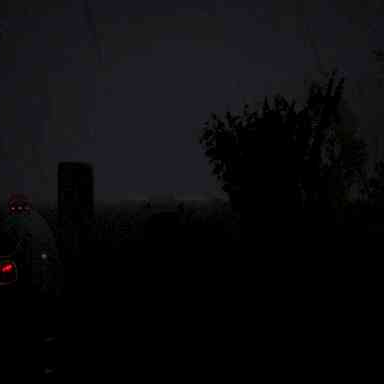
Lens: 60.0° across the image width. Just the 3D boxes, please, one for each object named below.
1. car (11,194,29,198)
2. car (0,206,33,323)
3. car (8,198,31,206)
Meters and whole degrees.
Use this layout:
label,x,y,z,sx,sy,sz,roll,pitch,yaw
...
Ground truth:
label,x,y,z,sx,sy,sz,roll,pitch,yaw
car,-22.406,1.286,43.076,2.150,2.045,5.566,0,0,-29
car,-4.514,1.358,6.888,2.097,1.767,4.553,0,0,-24
car,-17.492,1.589,33.899,2.033,1.411,5.357,0,0,-27
